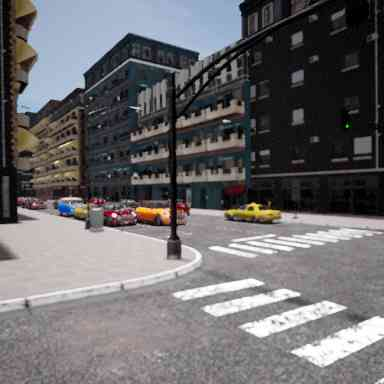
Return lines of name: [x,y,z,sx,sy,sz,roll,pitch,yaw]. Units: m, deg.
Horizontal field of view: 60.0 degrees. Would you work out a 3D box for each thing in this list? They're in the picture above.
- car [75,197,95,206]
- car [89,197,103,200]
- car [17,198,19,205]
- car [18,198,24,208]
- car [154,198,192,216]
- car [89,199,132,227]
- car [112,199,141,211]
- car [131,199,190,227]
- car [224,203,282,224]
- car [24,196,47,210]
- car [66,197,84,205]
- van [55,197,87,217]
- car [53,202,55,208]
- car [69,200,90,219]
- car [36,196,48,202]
car: [-18.085,1.642,56.002,1.947,1.339,4.313,-1,1,-36]
car: [-14.868,1.501,51.499,1.967,1.590,4.097,-1,1,-36]
car: [-31.339,1.781,60.134,1.887,1.381,4.507,-1,1,-36]
car: [-24.902,1.768,51.129,1.947,1.339,4.313,-1,1,-36]
car: [-1.994,1.441,33.491,1.967,1.590,4.097,-1,1,-36]
car: [-5.592,1.552,24.117,1.967,1.590,4.097,-1,1,-36]
car: [-8.429,1.581,42.496,2.008,1.369,4.403,-1,1,-36]
car: [-2.240,1.420,23.881,2.097,1.767,4.553,-1,0,-36]
car: [4.346,1.498,24.626,1.752,1.417,4.829,-1,1,-36]
car: [-21.685,1.627,46.627,1.967,1.590,4.097,-1,1,-36]
car: [-21.304,1.644,60.505,2.008,1.369,4.403,-1,1,-36]
van: [-12.031,1.482,33.119,1.690,1.788,3.998,-1,1,-36]
car: [-17.327,1.683,45.077,2.033,1.411,5.357,-1,0,-35]
car: [-8.710,1.651,28.481,1.752,1.417,4.829,-1,1,-36]
car: [-37.397,1.726,83.015,1.887,1.381,4.507,-1,1,-36]
